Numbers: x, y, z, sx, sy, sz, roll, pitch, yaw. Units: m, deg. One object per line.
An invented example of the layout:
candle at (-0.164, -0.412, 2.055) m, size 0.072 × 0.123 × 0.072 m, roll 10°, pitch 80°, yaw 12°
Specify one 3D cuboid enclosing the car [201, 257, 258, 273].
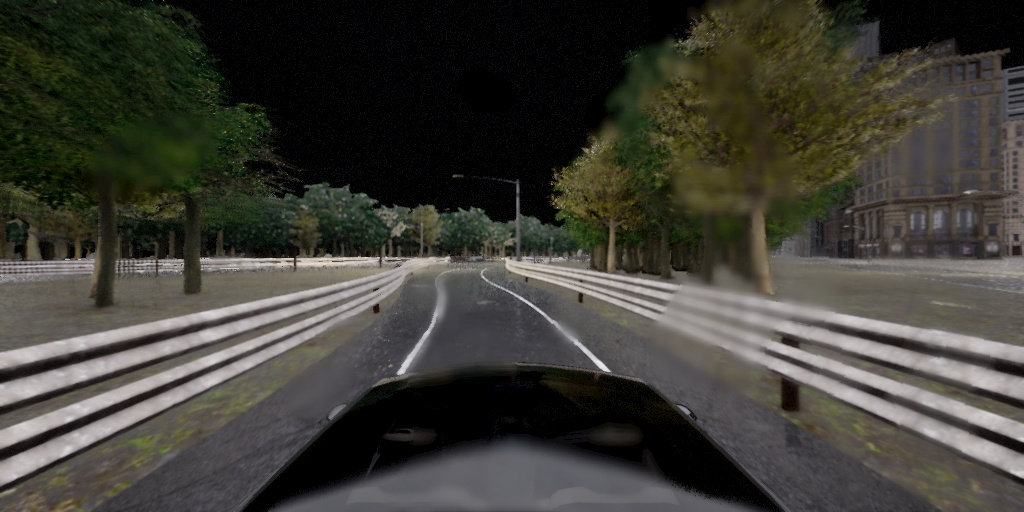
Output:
car at (-28.196, 0.797, 35.753) m, size 2.128 × 1.511 × 4.902 m, roll 0°, pitch 0°, yaw 33°
